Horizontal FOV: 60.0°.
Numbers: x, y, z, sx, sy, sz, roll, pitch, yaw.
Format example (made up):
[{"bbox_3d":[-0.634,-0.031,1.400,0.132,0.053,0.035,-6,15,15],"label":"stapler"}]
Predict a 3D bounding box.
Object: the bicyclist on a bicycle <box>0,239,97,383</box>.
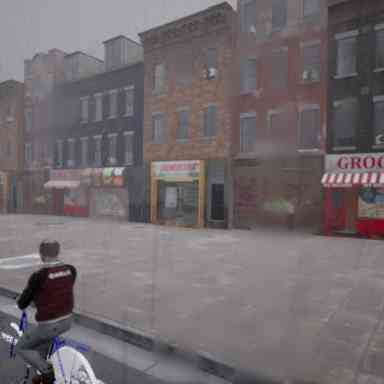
[{"bbox_3d":[-1.616,1.370,3.513,1.843,1.776,0.659,0,0,35],"label":"bicyclist on a bicycle"}]
